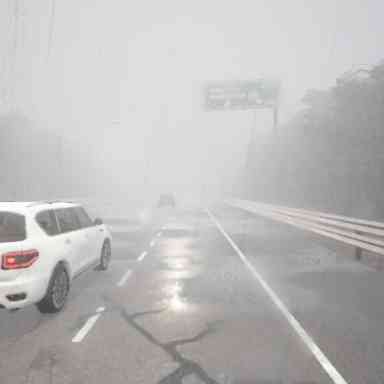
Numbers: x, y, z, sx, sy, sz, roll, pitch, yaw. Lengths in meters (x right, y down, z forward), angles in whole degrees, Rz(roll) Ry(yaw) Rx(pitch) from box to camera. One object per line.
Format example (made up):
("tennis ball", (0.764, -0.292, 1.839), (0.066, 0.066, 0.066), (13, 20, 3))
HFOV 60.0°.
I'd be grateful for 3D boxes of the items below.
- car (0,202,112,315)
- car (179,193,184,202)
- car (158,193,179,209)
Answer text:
("car", (-3.495, 1.222, 7.704), (2.150, 2.045, 5.566), (0, 0, 0))
("car", (-3.381, 1.552, 75.536), (1.994, 1.385, 4.181), (0, 0, 0))
("car", (-3.432, 1.217, 46.396), (2.150, 2.045, 5.566), (0, 0, 0))
